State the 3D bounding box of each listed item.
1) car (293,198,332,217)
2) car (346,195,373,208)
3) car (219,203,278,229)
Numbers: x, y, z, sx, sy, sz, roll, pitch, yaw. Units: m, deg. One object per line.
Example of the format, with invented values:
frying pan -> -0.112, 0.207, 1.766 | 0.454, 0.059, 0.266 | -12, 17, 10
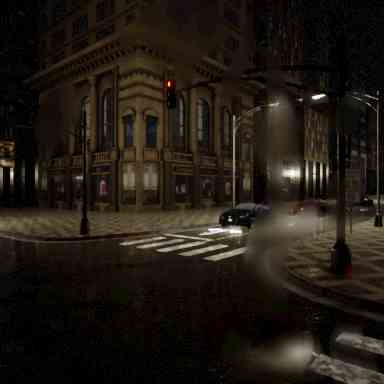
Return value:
car -> 9.914, 1.212, 27.248 | 1.994, 1.385, 4.181 | 0, 1, 41
car -> 19.113, 1.033, 37.804 | 1.994, 1.385, 4.181 | 0, 1, 41
car -> 3.402, 1.340, 19.761 | 1.994, 1.385, 4.181 | 0, 1, 41
